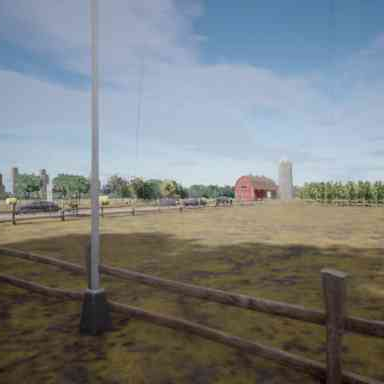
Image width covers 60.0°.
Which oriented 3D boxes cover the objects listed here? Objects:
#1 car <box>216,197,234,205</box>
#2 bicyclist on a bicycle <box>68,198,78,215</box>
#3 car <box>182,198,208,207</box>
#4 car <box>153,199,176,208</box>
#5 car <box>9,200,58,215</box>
[{"bbox_3d":[6.155,1.641,62.560,1.837,1.490,4.892,-2,-2,35],"label":"car"},{"bbox_3d":[-11.488,1.443,32.134,1.656,1.620,0.582,0,0,35],"label":"bicyclist on a bicycle"},{"bbox_3d":[0.479,1.635,54.426,2.033,1.411,5.357,-2,-1,36],"label":"car"},{"bbox_3d":[-4.399,1.727,52.498,1.994,1.385,4.181,-2,-1,36],"label":"car"},{"bbox_3d":[-16.648,1.638,35.196,1.837,1.490,4.892,-2,-1,35],"label":"car"}]
